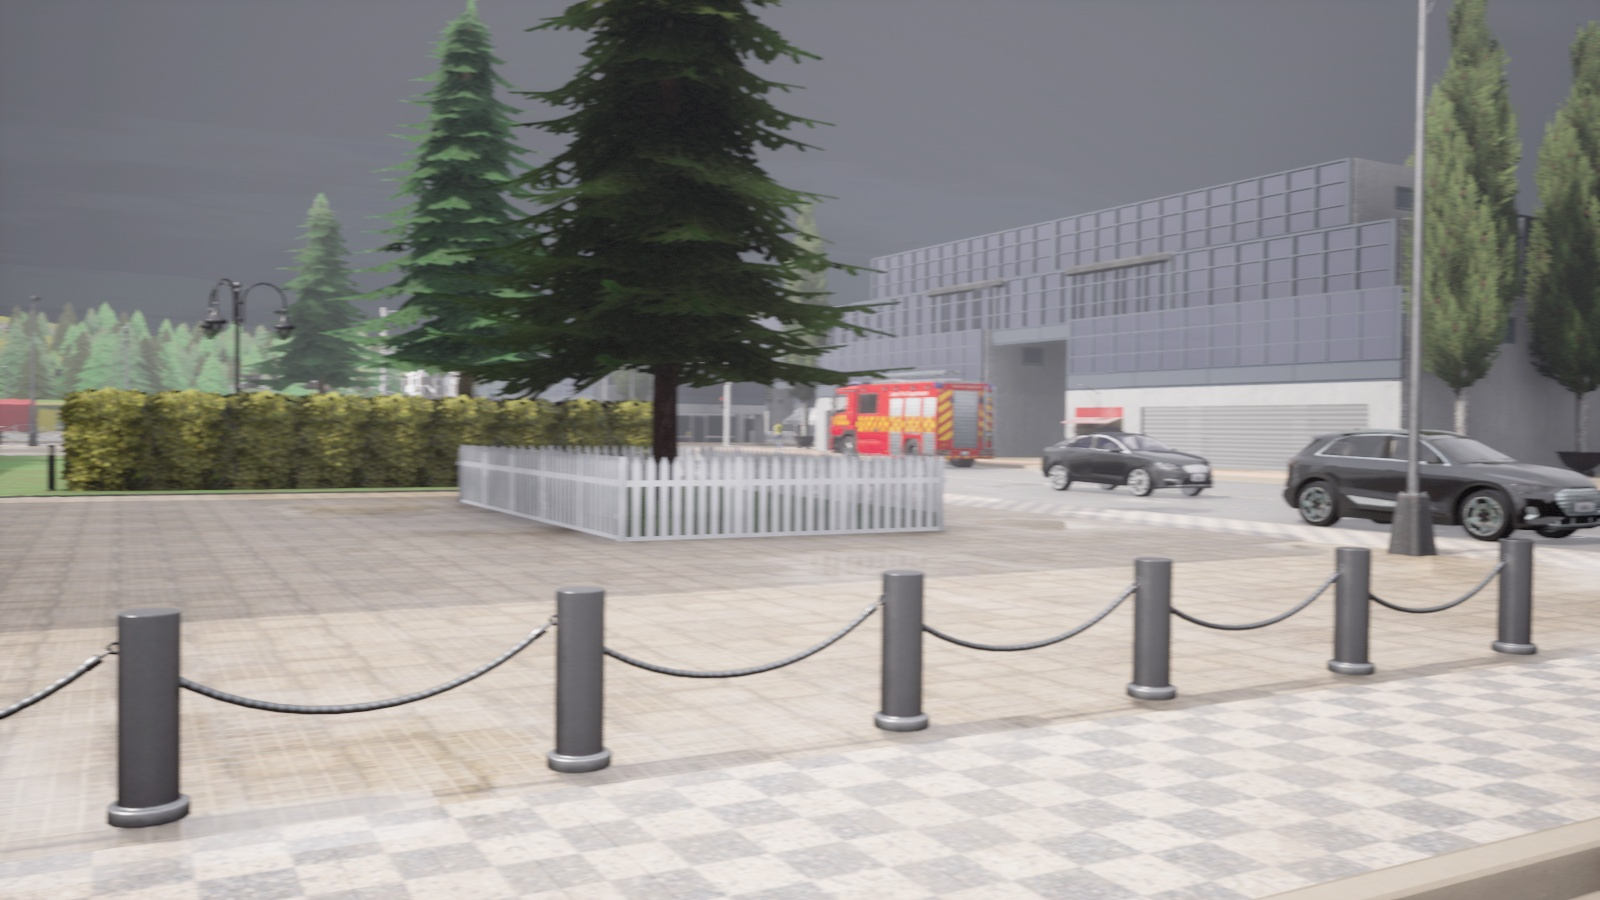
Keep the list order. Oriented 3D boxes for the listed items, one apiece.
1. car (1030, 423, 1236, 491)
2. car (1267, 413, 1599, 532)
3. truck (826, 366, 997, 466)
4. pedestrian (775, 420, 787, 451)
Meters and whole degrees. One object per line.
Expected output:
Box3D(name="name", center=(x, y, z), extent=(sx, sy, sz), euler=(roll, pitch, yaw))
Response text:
Box3D(name="car", center=(8.097, 0.116, 31.012), extent=(2.128, 1.511, 4.902), euler=(-1, 1, -28))
Box3D(name="car", center=(10.082, 0.268, 19.948), extent=(2.033, 1.649, 4.856), euler=(-1, 1, -28))
Box3D(name="truck", center=(4.457, -1.353, 52.483), extent=(2.891, 3.827, 8.468), euler=(-1, 1, -28))
Box3D(name="pedestrian", center=(-1.108, -0.851, 73.551), extent=(0.354, 1.836, 0.706), euler=(-1, 1, -30))
